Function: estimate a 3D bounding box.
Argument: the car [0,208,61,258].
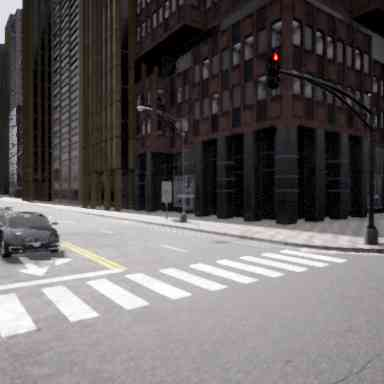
[{"bbox_3d":[-6.691,1.576,13.377,1.837,1.490,4.892,0,0,-35],"label":"car"}]

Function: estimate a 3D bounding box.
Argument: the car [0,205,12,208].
[{"bbox_3d":[-12.256,1.604,21.214,2.128,1.511,4.902,0,0,-35],"label":"car"}]
